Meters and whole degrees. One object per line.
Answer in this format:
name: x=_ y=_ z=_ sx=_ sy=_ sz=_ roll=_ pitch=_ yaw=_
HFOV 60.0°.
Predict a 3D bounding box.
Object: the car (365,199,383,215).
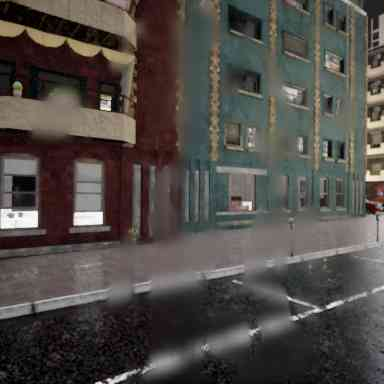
car: x=15.689 y=1.230 z=32.190 sx=2.192 sy=1.841 sz=5.009 roll=1 pitch=0 yaw=-36
